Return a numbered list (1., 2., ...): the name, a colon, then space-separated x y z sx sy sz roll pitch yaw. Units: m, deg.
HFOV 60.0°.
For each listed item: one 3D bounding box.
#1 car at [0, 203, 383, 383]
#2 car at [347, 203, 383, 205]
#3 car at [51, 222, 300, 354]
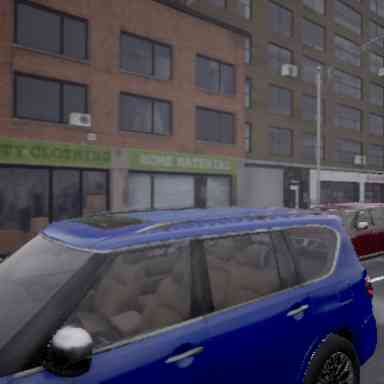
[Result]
1. car: -0.556 1.217 2.980 5.566 2.045 2.150 0 0 -35
2. car: 4.532 1.281 9.981 5.009 1.841 2.192 0 1 -35
3. car: -0.079 1.512 6.696 4.829 1.417 1.752 0 1 -35
